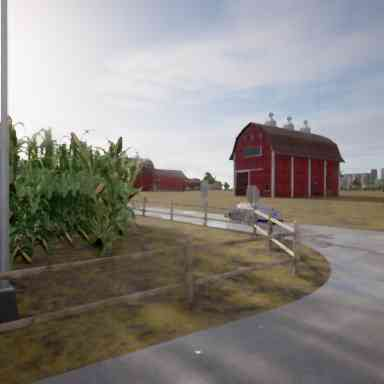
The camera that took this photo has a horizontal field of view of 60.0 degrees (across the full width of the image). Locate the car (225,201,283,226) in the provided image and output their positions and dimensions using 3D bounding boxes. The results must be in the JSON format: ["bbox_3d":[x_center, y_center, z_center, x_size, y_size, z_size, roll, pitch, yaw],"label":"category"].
[{"bbox_3d":[3.789,1.308,21.289,2.033,1.411,5.357,1,0,-14],"label":"car"}]
